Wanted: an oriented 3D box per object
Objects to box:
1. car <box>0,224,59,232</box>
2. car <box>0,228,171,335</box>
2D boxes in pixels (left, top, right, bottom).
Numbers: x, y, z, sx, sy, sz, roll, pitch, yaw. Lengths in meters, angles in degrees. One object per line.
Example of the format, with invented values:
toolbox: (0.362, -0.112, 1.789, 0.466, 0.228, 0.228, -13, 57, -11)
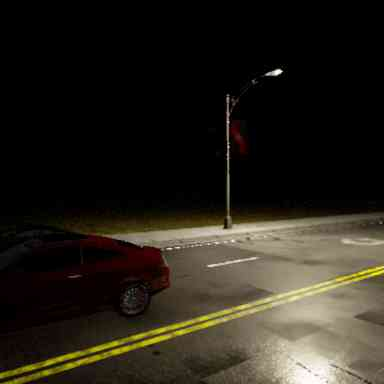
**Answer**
car: (-4.348, 1.556, 8.567, 4.181, 1.385, 1.994, 0, 0, -35)
car: (-2.581, 1.519, 5.837, 4.674, 1.442, 1.812, 0, 0, -35)
